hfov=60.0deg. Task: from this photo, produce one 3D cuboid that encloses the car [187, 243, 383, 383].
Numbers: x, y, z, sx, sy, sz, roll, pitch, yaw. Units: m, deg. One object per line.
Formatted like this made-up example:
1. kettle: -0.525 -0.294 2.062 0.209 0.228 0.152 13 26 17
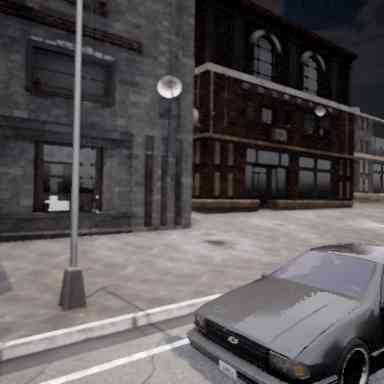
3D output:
1. car: 2.562 1.572 5.199 5.357 1.411 2.033 0 0 -35
